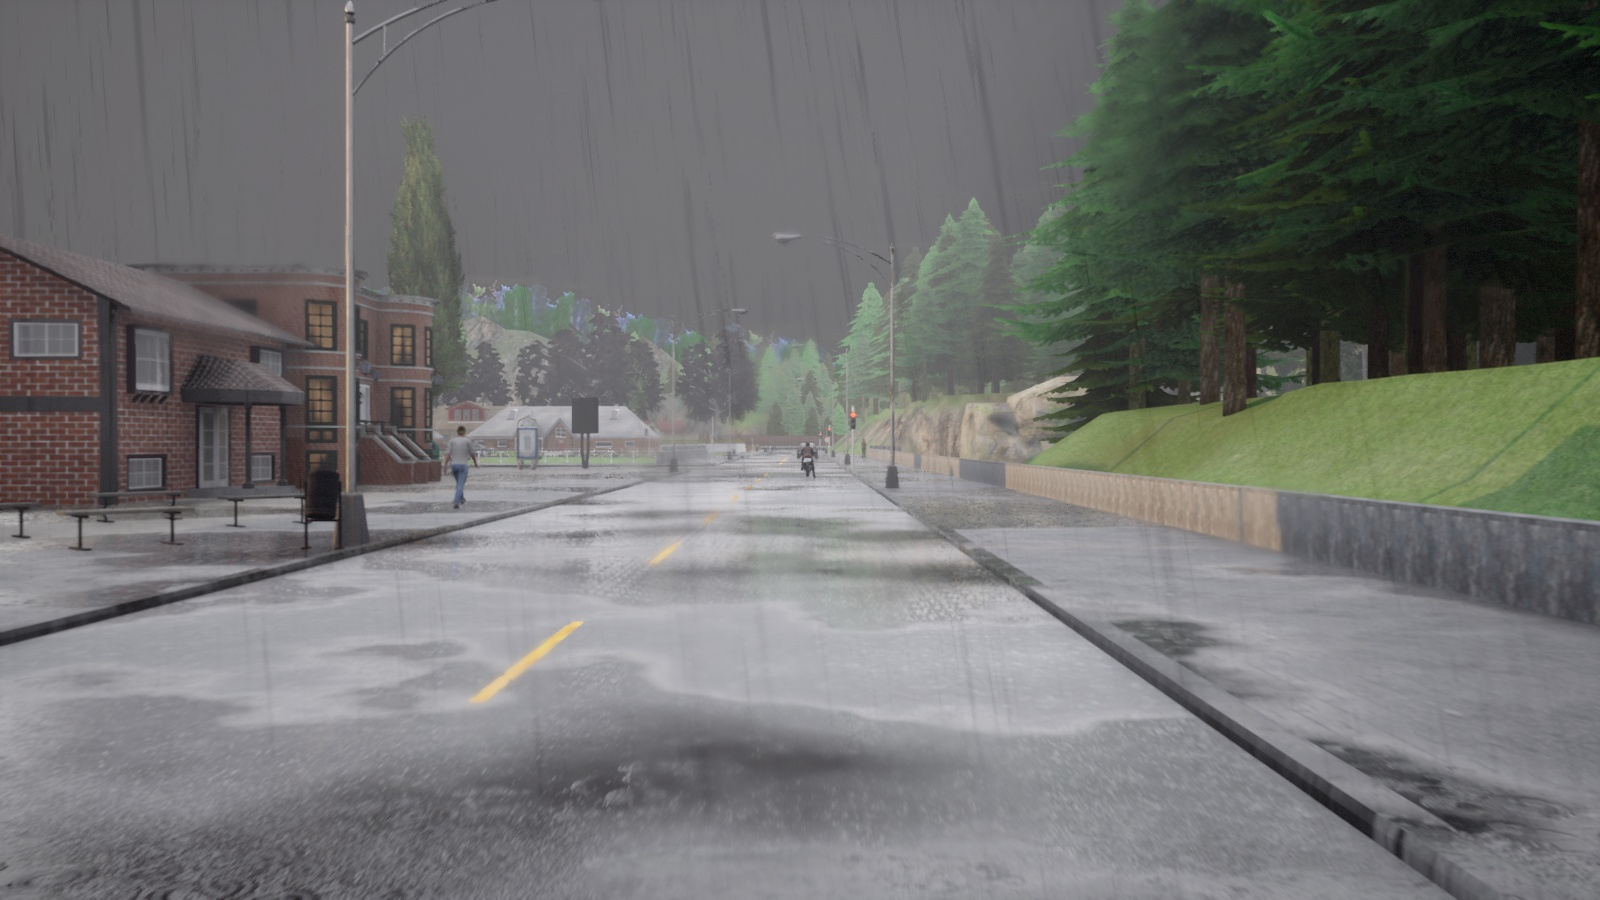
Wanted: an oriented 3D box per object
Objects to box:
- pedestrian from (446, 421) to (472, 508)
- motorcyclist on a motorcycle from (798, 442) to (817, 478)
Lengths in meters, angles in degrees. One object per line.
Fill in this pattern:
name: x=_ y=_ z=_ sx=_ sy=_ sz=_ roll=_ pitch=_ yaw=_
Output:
pedestrian: x=-7.291 y=0.298 z=26.866 sx=0.354 sy=1.836 sz=0.706 roll=0 pitch=0 yaw=1
motorcyclist on a motorcycle: x=0.328 y=0.425 z=53.872 sx=0.797 sy=1.523 sz=2.044 roll=0 pitch=0 yaw=0
